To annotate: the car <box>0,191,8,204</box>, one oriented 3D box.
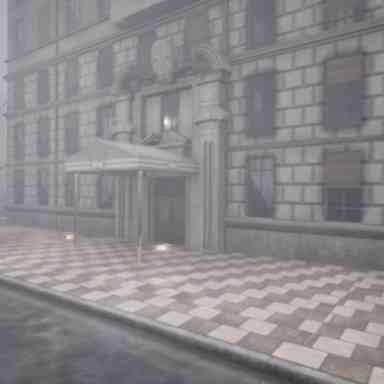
[{"bbox_3d":[-25.251,0.883,45.258,2.150,2.045,5.566,1,0,35],"label":"car"}]
